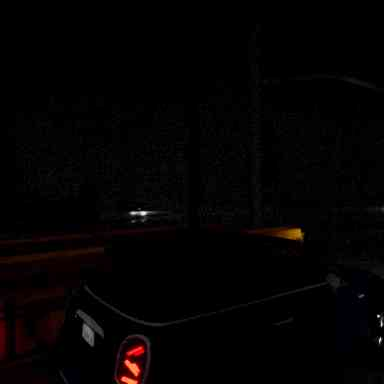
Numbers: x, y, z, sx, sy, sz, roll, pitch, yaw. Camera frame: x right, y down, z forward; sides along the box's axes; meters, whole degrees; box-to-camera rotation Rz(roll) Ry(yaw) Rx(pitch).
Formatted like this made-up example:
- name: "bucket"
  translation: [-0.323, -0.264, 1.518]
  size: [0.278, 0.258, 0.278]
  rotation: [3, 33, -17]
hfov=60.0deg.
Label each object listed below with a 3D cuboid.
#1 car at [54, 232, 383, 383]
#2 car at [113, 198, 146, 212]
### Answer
- name: "car"
  translation: [0.745, 1.320, 4.356]
  size: [4.553, 1.767, 2.097]
  rotation: [-1, 0, -36]
- name: "car"
  translation: [-7.095, 1.378, 37.262]
  size: [2.033, 1.411, 5.357]
  rotation: [-1, 0, -36]
